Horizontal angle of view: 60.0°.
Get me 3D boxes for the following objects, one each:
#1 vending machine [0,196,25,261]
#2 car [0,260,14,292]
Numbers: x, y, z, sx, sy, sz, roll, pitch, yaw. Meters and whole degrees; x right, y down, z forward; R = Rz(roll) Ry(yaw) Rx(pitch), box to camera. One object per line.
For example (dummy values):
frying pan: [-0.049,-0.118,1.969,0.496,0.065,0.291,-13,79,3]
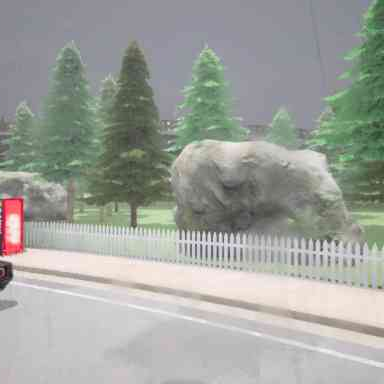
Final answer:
vending machine: [-6.510,1.195,11.400,0.880,2.100,1.100,0,0,21]
car: [-6.047,1.601,6.794,4.718,1.301,1.895,0,0,24]
